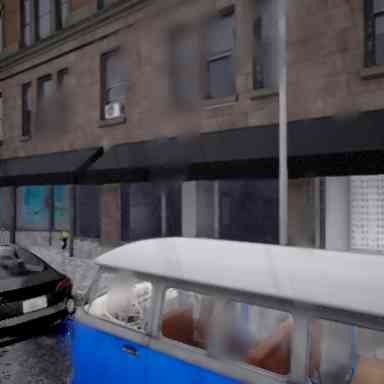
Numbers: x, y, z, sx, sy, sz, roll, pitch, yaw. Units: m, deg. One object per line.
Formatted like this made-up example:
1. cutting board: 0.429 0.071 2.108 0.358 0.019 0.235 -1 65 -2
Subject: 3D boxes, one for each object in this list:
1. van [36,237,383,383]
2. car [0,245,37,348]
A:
1. van: 0.722 1.348 2.561 3.998 1.788 1.690 -1 0 36
2. car: -3.876 1.617 5.858 4.313 1.339 1.947 -1 0 36
